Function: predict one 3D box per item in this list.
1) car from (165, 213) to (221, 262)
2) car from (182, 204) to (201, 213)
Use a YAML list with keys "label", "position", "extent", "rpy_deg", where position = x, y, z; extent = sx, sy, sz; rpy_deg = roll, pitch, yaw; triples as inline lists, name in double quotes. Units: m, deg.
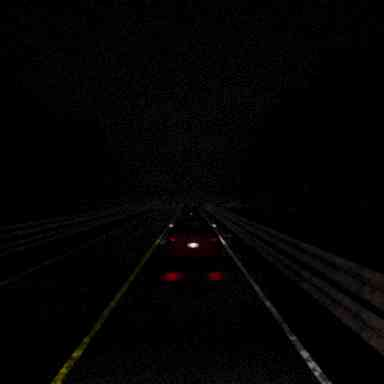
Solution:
- label: "car"
  position: [0.032, 1.743, 12.933]
  extent: [1.994, 1.385, 4.181]
  rpy_deg: [0, -1, 0]
- label: "car"
  position: [-0.071, 2.004, 35.395]
  extent: [2.128, 1.511, 4.902]
  rpy_deg: [1, -1, 0]
